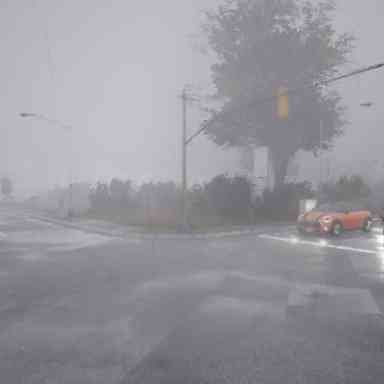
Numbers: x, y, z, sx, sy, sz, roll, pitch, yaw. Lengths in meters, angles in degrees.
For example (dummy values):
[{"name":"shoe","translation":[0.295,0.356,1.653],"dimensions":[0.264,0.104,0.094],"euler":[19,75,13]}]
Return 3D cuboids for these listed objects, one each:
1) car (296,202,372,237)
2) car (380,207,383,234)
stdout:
[{"name":"car","translation":[7.803,1.338,18.180],"dimensions":[4.553,1.767,2.097],"euler":[0,0,-34]},{"name":"car","translation":[11.165,1.548,16.246],"dimensions":[4.181,1.385,1.994],"euler":[0,0,-35]}]
